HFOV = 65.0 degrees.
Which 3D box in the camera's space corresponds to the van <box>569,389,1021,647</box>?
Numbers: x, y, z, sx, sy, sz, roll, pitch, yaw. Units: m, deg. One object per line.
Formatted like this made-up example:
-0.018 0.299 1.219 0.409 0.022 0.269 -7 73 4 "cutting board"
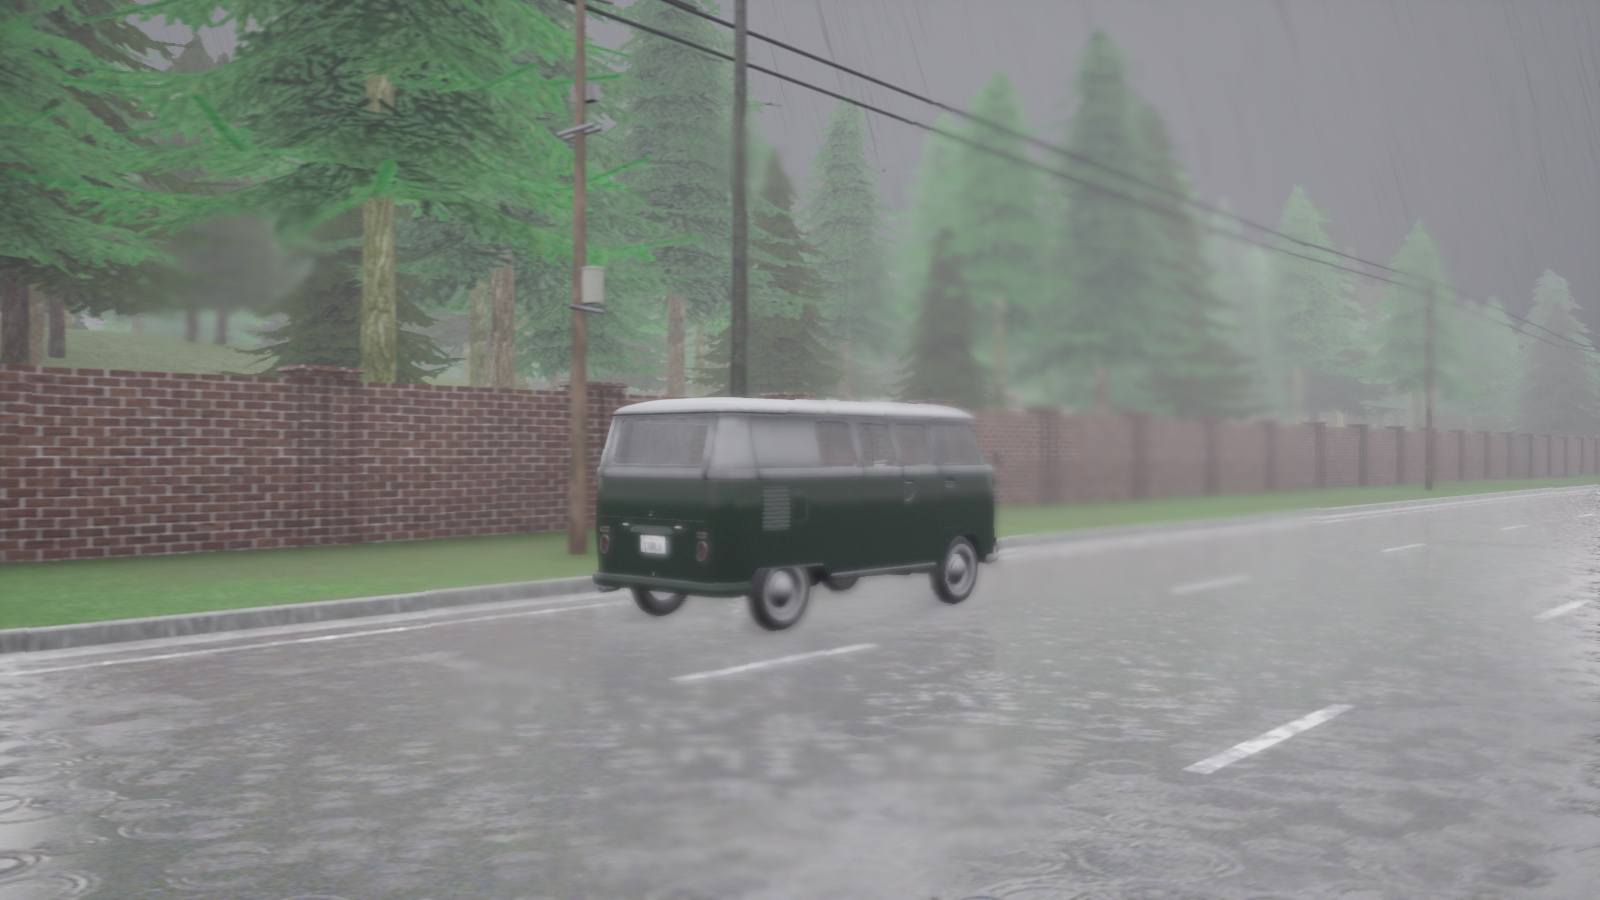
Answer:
0.150 0.526 11.910 1.775 1.987 4.442 0 0 42 "van"
